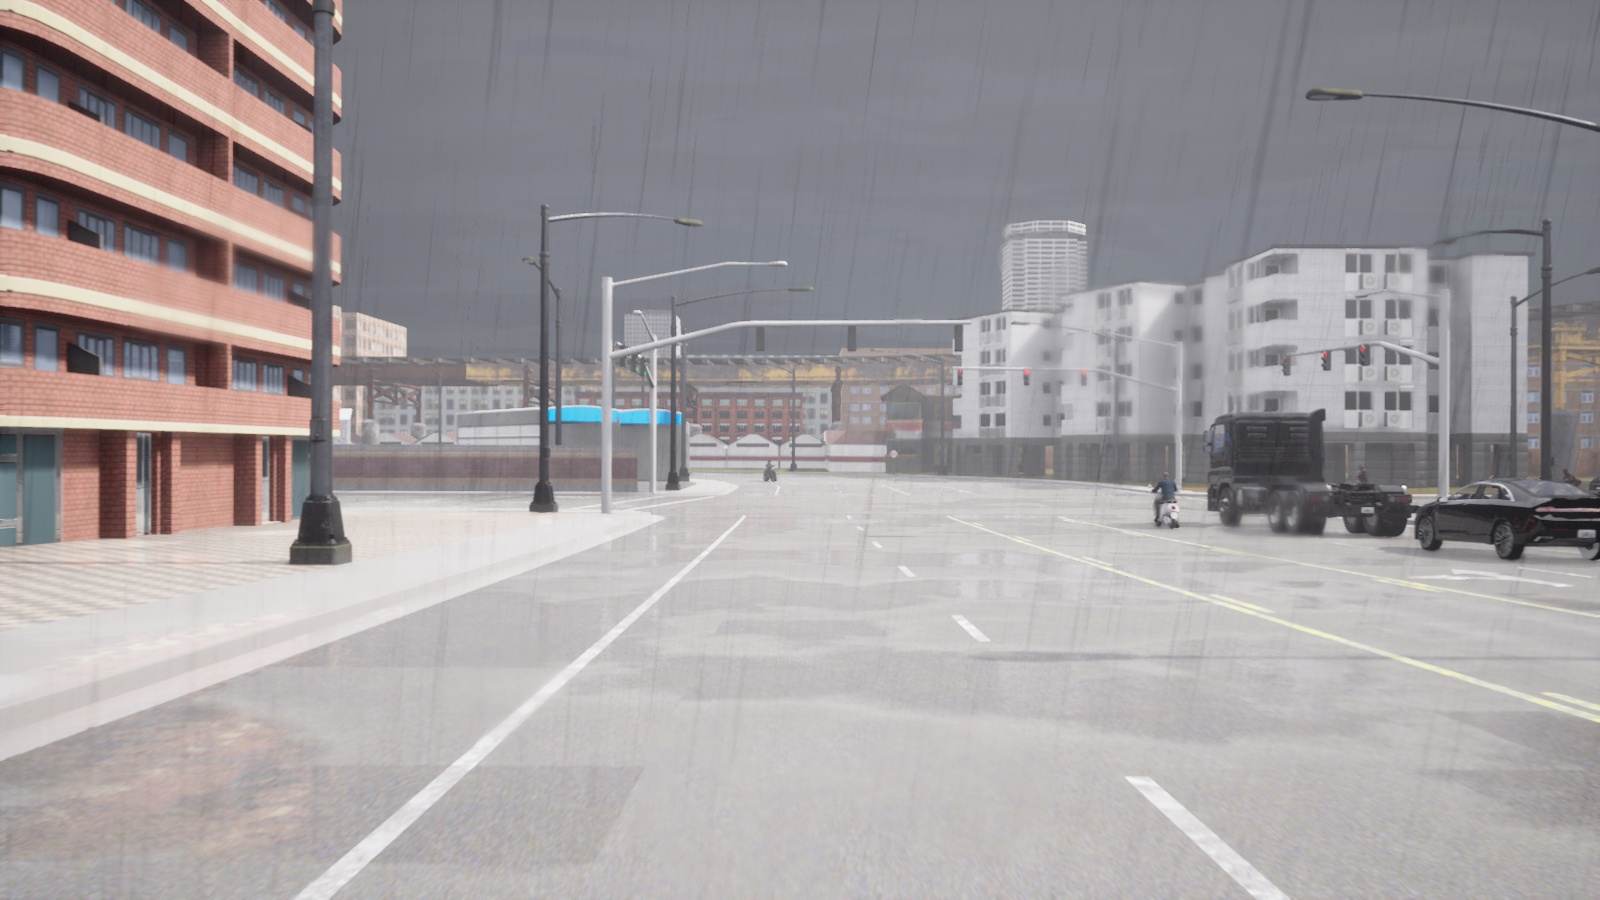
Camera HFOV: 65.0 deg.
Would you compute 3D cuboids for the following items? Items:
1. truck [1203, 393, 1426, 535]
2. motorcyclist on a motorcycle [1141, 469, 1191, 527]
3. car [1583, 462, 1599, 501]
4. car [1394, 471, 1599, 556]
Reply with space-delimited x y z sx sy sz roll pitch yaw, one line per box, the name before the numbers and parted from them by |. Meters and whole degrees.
truck | 13.914 0.390 34.807 2.891 3.462 7.936 0 -1 0
motorcyclist on a motorcycle | 10.415 1.349 35.805 0.866 1.590 1.817 0 -1 0
car | 35.617 1.332 53.017 3.988 1.617 1.851 0 0 -1
car | 13.943 1.171 24.756 2.128 1.511 4.902 0 -1 0
